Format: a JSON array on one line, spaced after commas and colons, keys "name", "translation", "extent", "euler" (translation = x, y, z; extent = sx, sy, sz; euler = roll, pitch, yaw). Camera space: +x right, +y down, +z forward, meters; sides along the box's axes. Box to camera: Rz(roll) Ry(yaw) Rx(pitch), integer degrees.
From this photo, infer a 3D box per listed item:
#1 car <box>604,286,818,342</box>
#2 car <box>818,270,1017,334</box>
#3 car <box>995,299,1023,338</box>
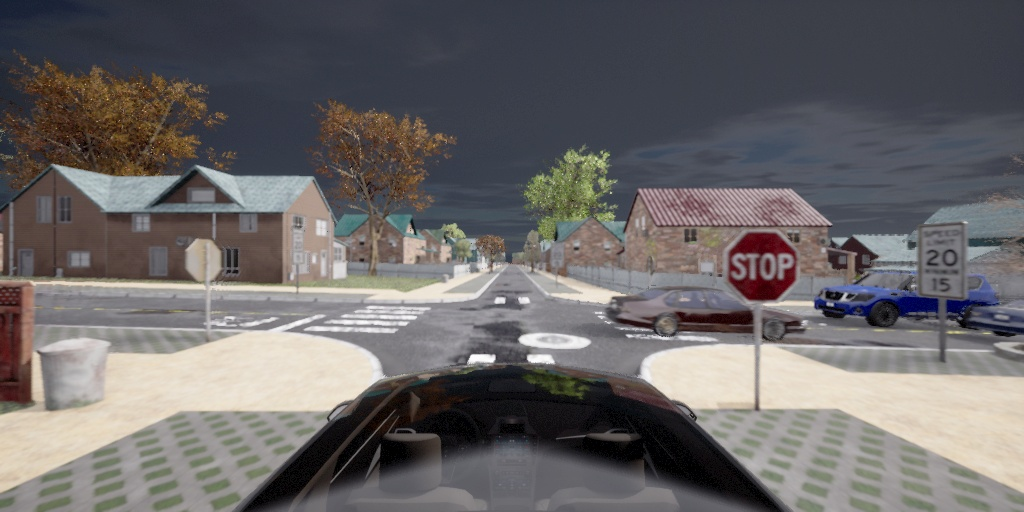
[{"name": "car", "translation": [5.588, 1.629, 10.794], "extent": [5.357, 1.411, 2.033], "euler": [2, 0, 0]}, {"name": "car", "translation": [14.899, 1.572, 13.688], "extent": [5.566, 2.045, 2.150], "euler": [2, 0, 0]}, {"name": "car", "translation": [17.303, 1.967, 10.851], "extent": [5.357, 1.411, 2.033], "euler": [2, 0, 0]}]
